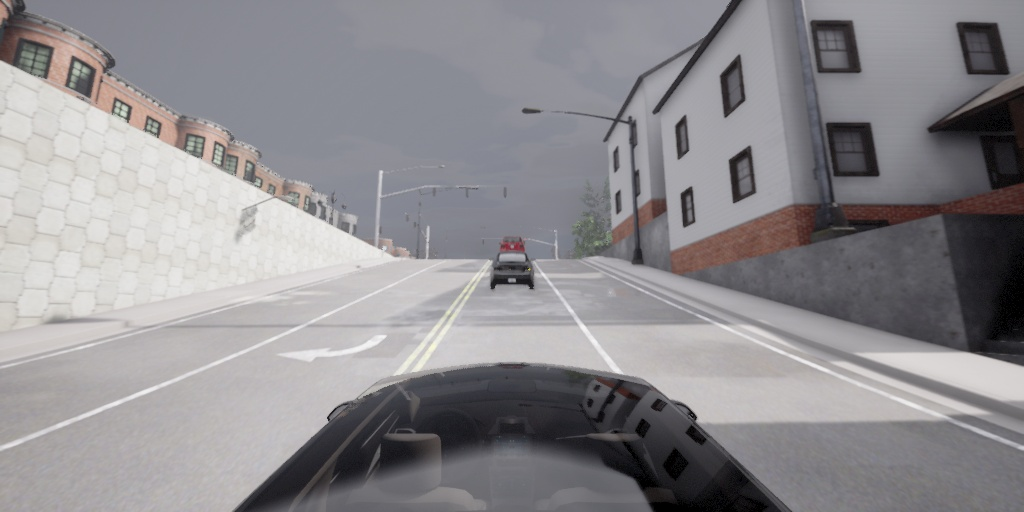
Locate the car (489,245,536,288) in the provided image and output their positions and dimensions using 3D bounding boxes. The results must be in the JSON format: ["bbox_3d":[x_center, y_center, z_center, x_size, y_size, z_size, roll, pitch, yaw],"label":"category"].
[{"bbox_3d":[0.014,0.512,16.226,1.837,1.490,4.892,0,4,0],"label":"car"}]

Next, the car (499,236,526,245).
[{"bbox_3d":[0.020,-0.659,31.976,2.150,2.045,5.566,0,0,0],"label":"car"}]
